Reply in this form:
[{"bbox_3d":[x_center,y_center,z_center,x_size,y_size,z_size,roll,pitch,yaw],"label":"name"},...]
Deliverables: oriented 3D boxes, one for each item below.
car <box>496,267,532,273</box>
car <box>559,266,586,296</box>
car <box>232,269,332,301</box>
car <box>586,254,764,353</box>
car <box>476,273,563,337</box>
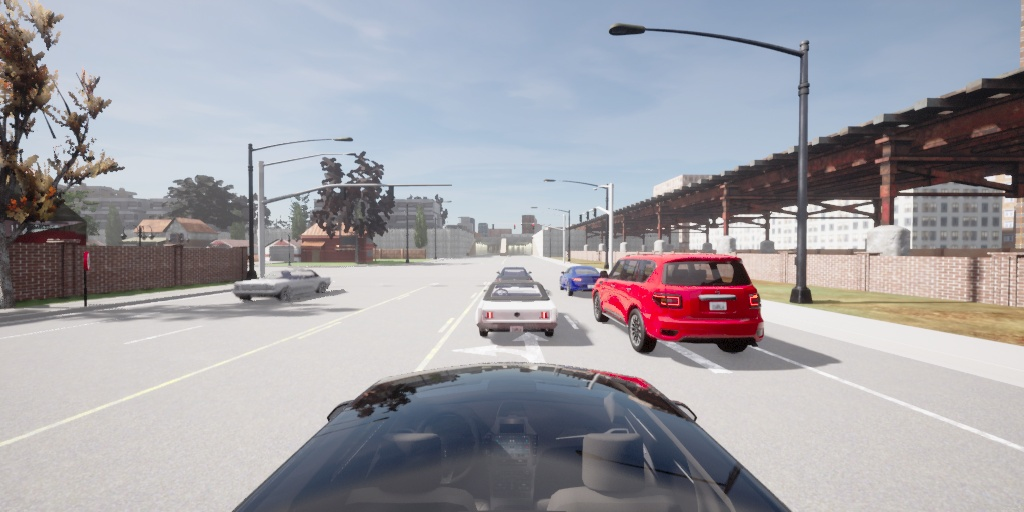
[{"bbox_3d":[0.113,1.255,18.986,1.994,1.385,4.181,0,0,0],"label":"car"},{"bbox_3d":[3.615,1.221,18.683,1.812,1.442,4.674,0,0,0],"label":"car"},{"bbox_3d":[-10.547,1.304,16.858,1.895,1.301,4.718,0,0,1],"label":"car"},{"bbox_3d":[3.607,0.961,8.982,2.150,2.045,5.566,0,0,0],"label":"car"},{"bbox_3d":[0.107,1.335,10.234,1.895,1.301,4.718,0,0,0],"label":"car"}]
